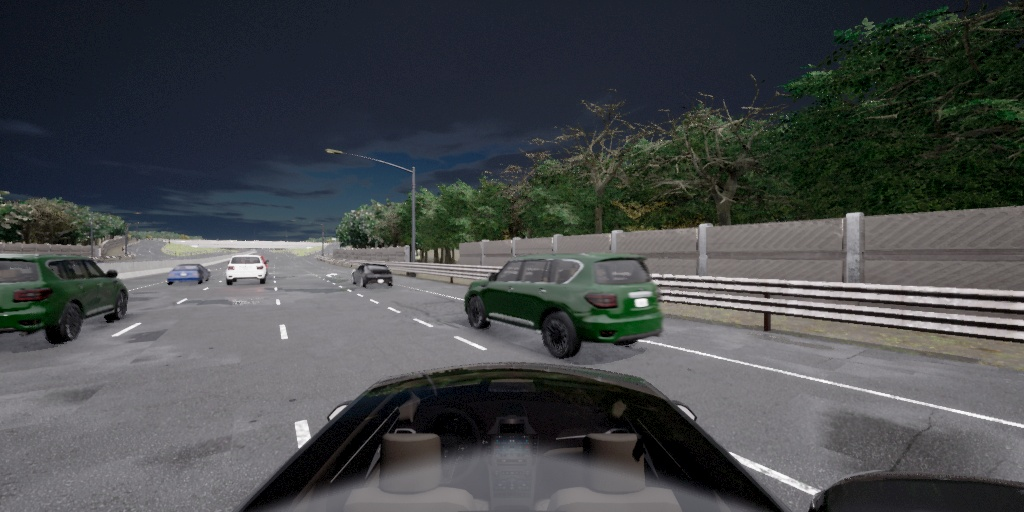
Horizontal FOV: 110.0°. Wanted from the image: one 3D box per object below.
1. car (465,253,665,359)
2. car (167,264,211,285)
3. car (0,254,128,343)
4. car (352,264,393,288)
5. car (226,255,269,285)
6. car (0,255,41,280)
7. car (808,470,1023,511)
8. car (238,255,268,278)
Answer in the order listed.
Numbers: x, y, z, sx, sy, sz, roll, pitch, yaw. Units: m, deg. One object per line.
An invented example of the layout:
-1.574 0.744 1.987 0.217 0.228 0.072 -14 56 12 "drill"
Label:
0.876 0.968 8.810 2.150 2.045 5.566 0 0 -34 "car"
-23.541 1.280 26.233 2.033 1.411 5.357 0 0 -34 "car"
-11.954 0.968 9.025 2.150 2.045 5.566 0 0 -34 "car"
-9.406 1.249 24.025 1.837 1.490 4.892 0 1 -34 "car"
-19.273 0.957 26.159 2.150 2.045 5.566 0 0 -34 "car"
-43.658 0.938 30.791 2.150 2.045 5.566 0 0 -33 "car"
2.986 1.315 0.409 4.181 1.385 1.994 0 0 34 "car"
-25.262 0.946 35.111 2.150 2.045 5.566 0 0 -34 "car"
